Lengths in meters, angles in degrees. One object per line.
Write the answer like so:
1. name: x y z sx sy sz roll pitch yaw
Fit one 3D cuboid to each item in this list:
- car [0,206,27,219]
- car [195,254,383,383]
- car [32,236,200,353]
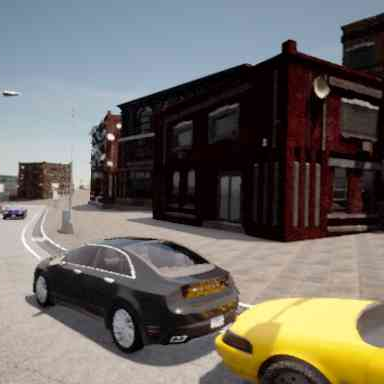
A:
1. car: -18.478 2.107 34.912 1.895 1.301 4.718 2 -2 -23
2. car: 2.780 1.549 2.996 5.366 1.575 1.801 0 -1 35
3. car: -1.393 1.620 6.449 4.892 1.490 1.837 0 -2 43
